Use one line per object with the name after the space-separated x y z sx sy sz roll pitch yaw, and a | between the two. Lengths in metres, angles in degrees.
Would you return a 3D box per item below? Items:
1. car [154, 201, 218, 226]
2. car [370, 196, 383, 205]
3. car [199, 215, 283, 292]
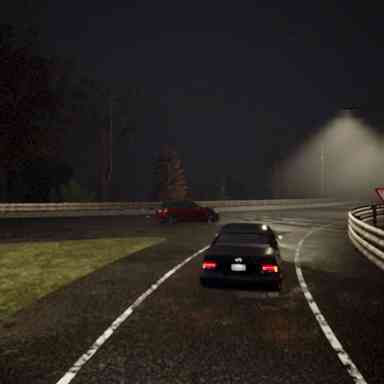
-0.347 1.402 23.815 4.553 1.767 2.097 0 0 -27 | car
34.558 1.642 62.109 1.837 1.490 4.892 0 0 35 | car
1.490 1.568 9.136 2.033 1.411 5.357 0 0 13 | car
